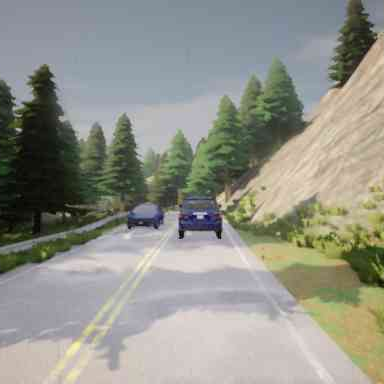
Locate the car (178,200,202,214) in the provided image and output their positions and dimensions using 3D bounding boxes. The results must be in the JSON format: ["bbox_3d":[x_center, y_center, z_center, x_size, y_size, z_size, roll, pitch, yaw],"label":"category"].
[{"bbox_3d":[-0.328,1.632,37.019,1.812,1.442,4.674,1,-2,-11],"label":"car"}]

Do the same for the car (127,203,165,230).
[{"bbox_3d":[-2.891,1.504,21.551,1.882,1.535,5.008,0,0,1],"label":"car"}]

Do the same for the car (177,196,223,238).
[{"bbox_3d":[0.444,1.239,18.005,2.150,2.045,5.566,0,0,1],"label":"car"}]
